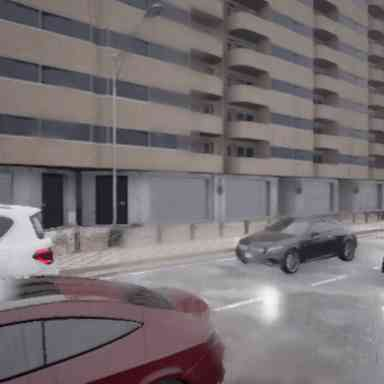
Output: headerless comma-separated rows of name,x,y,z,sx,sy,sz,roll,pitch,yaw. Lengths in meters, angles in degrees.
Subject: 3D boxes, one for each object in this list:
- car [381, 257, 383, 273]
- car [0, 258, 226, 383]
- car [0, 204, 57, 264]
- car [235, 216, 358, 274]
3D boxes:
car,6.849,1.566,8.779,4.181,1.385,1.994,0,0,-35
car,-1.802,1.528,2.668,4.674,1.442,1.812,0,0,-36
car,-4.883,1.227,4.772,5.566,2.045,2.150,0,0,-36
car,3.509,1.530,10.716,4.674,1.442,1.812,0,0,-35
